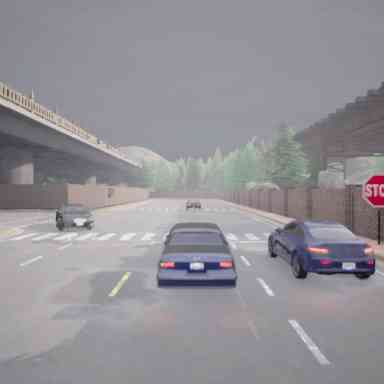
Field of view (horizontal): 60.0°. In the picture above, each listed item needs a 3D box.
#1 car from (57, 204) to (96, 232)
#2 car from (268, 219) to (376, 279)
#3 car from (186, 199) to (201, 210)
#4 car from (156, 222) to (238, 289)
[{"bbox_3d":[-7.244,1.504,20.565,2.128,1.511,4.902,1,-1,-26],"label":"car"},{"bbox_3d":[3.597,1.531,9.923,1.812,1.442,4.674,0,0,0],"label":"car"},{"bbox_3d":[0.194,1.626,43.861,1.895,1.301,4.718,0,0,-1],"label":"car"},{"bbox_3d":[0.099,1.553,9.274,2.033,1.411,5.357,0,0,0],"label":"car"}]
